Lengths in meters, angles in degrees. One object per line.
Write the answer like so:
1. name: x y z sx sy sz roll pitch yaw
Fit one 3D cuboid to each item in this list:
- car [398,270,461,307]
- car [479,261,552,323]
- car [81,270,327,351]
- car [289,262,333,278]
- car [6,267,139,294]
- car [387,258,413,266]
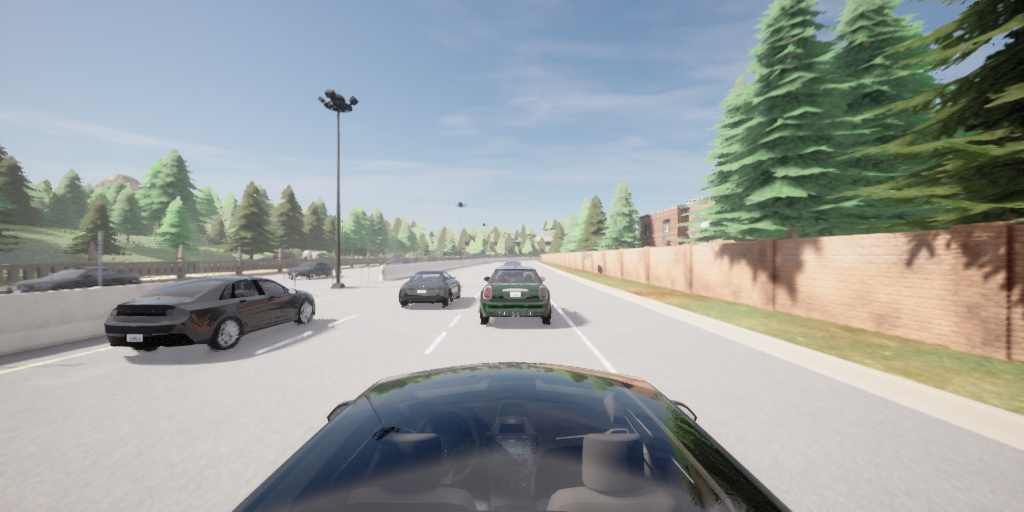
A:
1. car: -3.429 1.315 15.574 1.994 1.385 4.181 0 0 0
2. car: 0.089 1.102 12.189 2.097 1.767 4.553 0 0 0
3. car: -6.901 1.255 8.983 1.837 1.490 4.892 0 0 0
4. car: -17.625 1.259 31.516 1.837 1.490 4.892 0 -1 1
5. car: -21.125 1.277 17.644 1.812 1.442 4.674 0 0 0
6. car: -13.831 1.103 44.464 2.097 1.767 4.553 0 0 2
